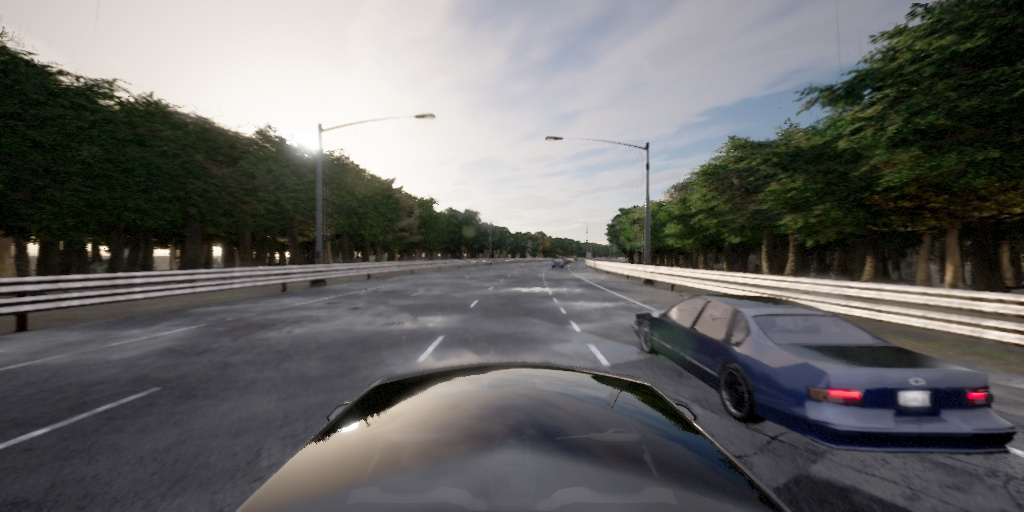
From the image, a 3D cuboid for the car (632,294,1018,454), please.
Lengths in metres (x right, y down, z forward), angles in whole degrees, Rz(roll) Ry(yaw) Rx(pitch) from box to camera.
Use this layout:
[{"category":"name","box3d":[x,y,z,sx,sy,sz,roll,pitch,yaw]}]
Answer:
[{"category":"car","box3d":[3.615,1.322,5.718,2.033,1.411,5.357,0,0,0]}]

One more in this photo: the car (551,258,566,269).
[{"category":"car","box3d":[7.319,1.409,57.974,1.895,1.301,4.718,0,0,8]}]
